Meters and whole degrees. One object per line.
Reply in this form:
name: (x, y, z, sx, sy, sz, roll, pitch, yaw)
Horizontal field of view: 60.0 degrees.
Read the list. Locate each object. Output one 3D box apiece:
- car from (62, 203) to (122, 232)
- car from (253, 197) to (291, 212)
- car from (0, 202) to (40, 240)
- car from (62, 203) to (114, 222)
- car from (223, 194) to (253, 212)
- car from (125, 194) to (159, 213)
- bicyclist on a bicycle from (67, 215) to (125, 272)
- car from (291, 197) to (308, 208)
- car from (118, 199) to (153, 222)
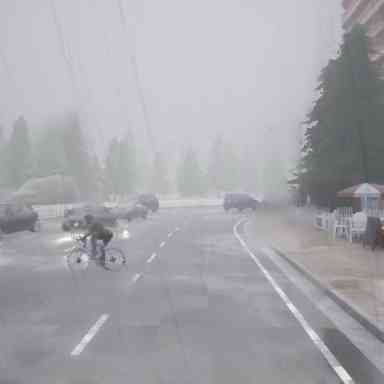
car: (-5.959, 1.564, 19.751, 1.994, 1.385, 4.181, 0, 0, 7)
car: (9.373, 1.504, 38.629, 1.837, 1.490, 4.892, 0, 0, 39)
car: (-9.746, 1.352, 16.834, 2.097, 1.767, 4.553, 0, 0, 6)
car: (-8.435, 1.601, 27.469, 1.895, 1.301, 4.718, 0, 0, 15)
car: (5.853, 1.219, 39.841, 2.150, 2.045, 5.566, 0, 0, 37)
car: (-5.563, 1.221, 35.012, 2.150, 2.045, 5.566, 0, 0, 25)
bicyclist on a bicycle: (-2.712, 1.455, 9.331, 1.656, 1.620, 0.582, -2, 0, 2)
car: (14.591, 1.491, 47.819, 4.902, 1.511, 2.128, 0, 0, -35)
car: (-5.042, 1.536, 26.609, 1.812, 1.442, 4.674, 0, 0, 15)
